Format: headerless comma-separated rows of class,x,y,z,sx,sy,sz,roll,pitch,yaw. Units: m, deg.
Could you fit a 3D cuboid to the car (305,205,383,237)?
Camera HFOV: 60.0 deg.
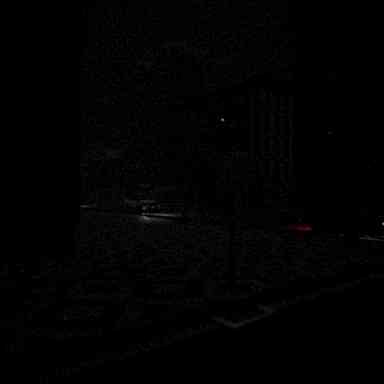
car,8.364,1.457,17.570,2.128,1.511,4.902,0,1,-36

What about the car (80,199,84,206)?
car,-20.366,1.613,57.519,1.812,1.442,4.674,0,0,-36

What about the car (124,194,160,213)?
car,-5.706,1.250,37.137,2.150,2.045,5.566,0,0,-36
